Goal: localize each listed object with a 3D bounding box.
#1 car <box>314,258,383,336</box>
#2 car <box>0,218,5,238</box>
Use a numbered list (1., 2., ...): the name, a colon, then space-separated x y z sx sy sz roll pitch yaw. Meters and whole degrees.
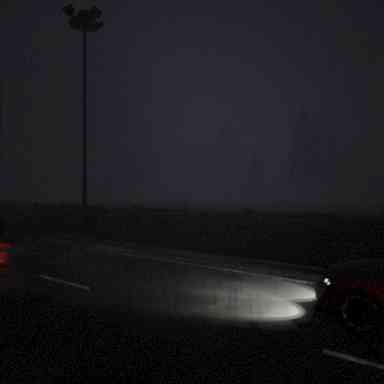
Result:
1. car: 4.209 1.564 5.290 4.181 1.385 1.994 0 0 35
2. car: -10.912 1.496 16.068 4.892 1.490 1.837 0 0 35
